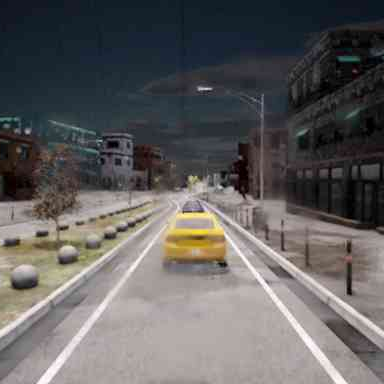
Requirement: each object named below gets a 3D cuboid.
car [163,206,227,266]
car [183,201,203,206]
[{"bbox_3d":[0.093,1.469,11.512,1.882,1.535,5.008,0,0,0],"label":"car"},{"bbox_3d":[0.103,1.539,31.926,1.994,1.385,4.181,0,0,0],"label":"car"}]
